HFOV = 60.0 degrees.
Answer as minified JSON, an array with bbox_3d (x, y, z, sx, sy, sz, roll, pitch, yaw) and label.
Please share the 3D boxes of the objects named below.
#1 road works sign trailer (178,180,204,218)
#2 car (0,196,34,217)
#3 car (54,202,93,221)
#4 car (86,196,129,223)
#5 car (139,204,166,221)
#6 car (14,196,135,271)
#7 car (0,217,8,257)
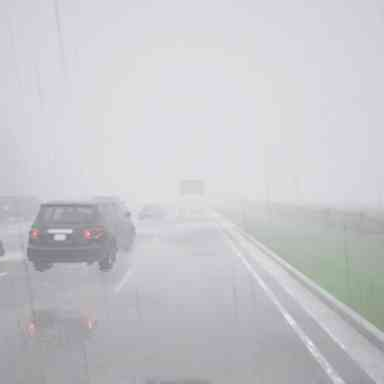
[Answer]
[{"bbox_3d":[-0.005,0.614,32.566,2.380,3.560,2.880,0,0,0],"label":"road works sign trailer"},{"bbox_3d":[-13.903,1.348,27.693,2.150,2.045,5.566,0,0,0],"label":"car"},{"bbox_3d":[-10.404,1.660,29.535,1.812,1.442,4.674,0,0,0],"label":"car"},{"bbox_3d":[-6.903,1.348,27.743,2.150,2.045,5.566,0,0,0],"label":"car"},{"bbox_3d":[-3.405,1.697,29.045,1.994,1.385,4.181,0,0,0],"label":"car"},{"bbox_3d":[-3.401,1.273,11.246,2.150,2.045,5.566,0,0,0],"label":"car"},{"bbox_3d":[-6.899,1.585,8.264,2.033,1.411,5.357,0,0,0],"label":"car"}]
